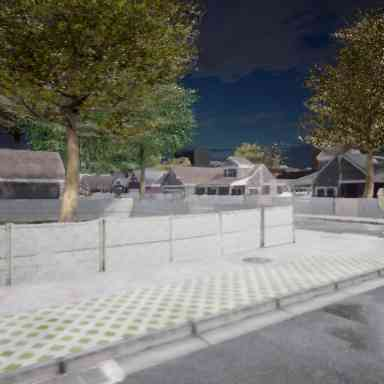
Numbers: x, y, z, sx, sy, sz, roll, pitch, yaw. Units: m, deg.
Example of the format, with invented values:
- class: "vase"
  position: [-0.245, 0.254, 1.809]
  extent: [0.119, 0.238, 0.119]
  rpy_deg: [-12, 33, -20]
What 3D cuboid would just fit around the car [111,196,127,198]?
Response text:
- class: "car"
  position: [-9.158, 1.243, 42.734]
  extent: [1.837, 1.490, 4.892]
  rpy_deg: [0, 0, -35]
